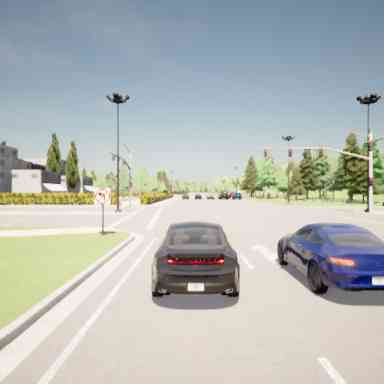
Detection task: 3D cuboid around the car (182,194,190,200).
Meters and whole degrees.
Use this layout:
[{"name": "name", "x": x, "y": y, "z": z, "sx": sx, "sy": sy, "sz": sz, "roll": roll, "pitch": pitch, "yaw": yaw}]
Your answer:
[{"name": "car", "x": -1.760, "y": 1.446, "z": 91.360, "sx": 2.128, "sy": 1.511, "sz": 4.902, "roll": 0, "pitch": 0, "yaw": 0}]

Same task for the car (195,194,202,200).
[{"name": "car", "x": 1.742, "y": 1.399, "z": 91.764, "sx": 1.882, "sy": 1.535, "sz": 5.008, "roll": 0, "pitch": 0, "yaw": 0}]

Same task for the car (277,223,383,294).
[{"name": "car", "x": 3.585, "y": 1.519, "z": 8.625, "sx": 1.812, "sy": 1.442, "sz": 4.674, "roll": 0, "pitch": 0, "yaw": 0}]

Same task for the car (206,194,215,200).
[{"name": "car", "x": 5.243, "y": 1.517, "z": 92.198, "sx": 1.895, "sy": 1.301, "sz": 4.718, "roll": 0, "pitch": 0, "yaw": 0}]

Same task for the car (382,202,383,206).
[{"name": "car", "x": 28.469, "y": 1.468, "z": 45.166, "sx": 4.892, "sy": 1.490, "sz": 1.837, "roll": 0, "pitch": 0, "yaw": -1}]

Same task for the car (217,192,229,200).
[{"name": "car", "x": 8.740, "y": 1.146, "z": 91.352, "sx": 2.150, "sy": 2.045, "sz": 5.566, "roll": 0, "pitch": 0, "yaw": 0}]

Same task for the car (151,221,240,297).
[{"name": "car", "x": 0.080, "y": 1.498, "z": 8.537, "sx": 1.837, "sy": 1.490, "sz": 4.892, "roll": 0, "pitch": 0, "yaw": 0}]

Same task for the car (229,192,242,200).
[{"name": "car", "x": 12.239, "y": 1.145, "z": 90.923, "sx": 2.150, "sy": 2.045, "sz": 5.566, "roll": 0, "pitch": 0, "yaw": 0}]
